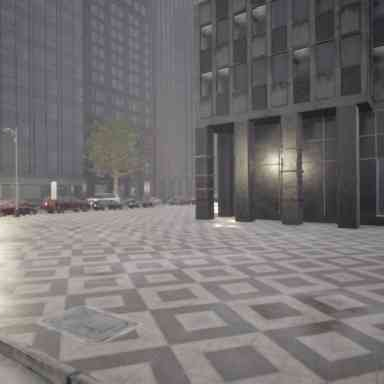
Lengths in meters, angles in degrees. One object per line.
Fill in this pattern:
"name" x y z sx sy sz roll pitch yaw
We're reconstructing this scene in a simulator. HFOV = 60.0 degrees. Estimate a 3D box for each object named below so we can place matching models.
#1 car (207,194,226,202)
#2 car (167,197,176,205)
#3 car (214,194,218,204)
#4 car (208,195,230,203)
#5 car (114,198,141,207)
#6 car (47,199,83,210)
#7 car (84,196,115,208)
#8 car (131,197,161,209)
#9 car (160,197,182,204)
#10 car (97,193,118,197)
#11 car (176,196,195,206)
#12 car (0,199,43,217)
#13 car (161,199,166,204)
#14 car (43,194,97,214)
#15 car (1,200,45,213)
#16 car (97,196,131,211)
"car" 5.705 1.296 76.524 2.192 1.841 5.009 -1 0 35
"car" -1.703 1.510 55.330 1.994 1.385 4.181 -1 0 35
"car" 3.093 1.222 57.754 2.192 1.841 5.009 -1 0 35
"car" 5.368 1.416 65.565 2.128 1.511 4.902 -1 0 35
"car" -10.326 1.612 53.327 1.802 1.307 4.206 -1 0 35
"car" -16.739 1.641 44.049 1.802 1.307 4.206 -1 0 35
"car" -13.534 1.483 48.688 1.967 1.590 4.097 -1 0 35
"car" -6.523 1.508 43.836 1.947 1.339 4.313 -1 0 35
"car" -3.913 1.574 62.606 1.947 1.339 4.313 -1 0 35
"car" -12.398 1.235 45.477 2.150 2.045 5.566 -1 0 34
"car" -0.111 1.462 53.114 1.887 1.381 4.507 -1 0 35
"car" -16.141 1.576 29.921 1.802 1.307 4.206 -1 0 35
"car" -7.217 1.544 57.826 1.752 1.417 4.829 -1 0 35
"car" -12.937 1.289 34.561 2.192 1.841 5.009 -1 0 35
"car" -19.945 1.641 39.410 1.947 1.339 4.313 -1 0 35
"car" -9.729 1.524 39.199 1.947 1.339 4.313 -1 0 35
